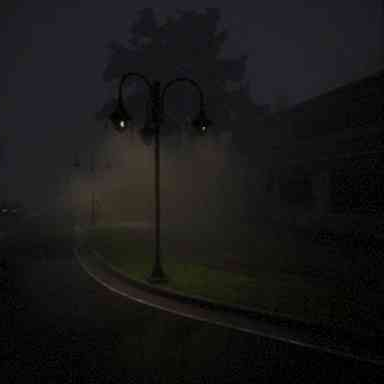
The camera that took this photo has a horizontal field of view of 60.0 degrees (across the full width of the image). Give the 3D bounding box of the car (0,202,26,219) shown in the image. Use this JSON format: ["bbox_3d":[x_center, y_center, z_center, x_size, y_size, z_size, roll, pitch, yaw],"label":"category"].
[{"bbox_3d":[-15.694,1.528,28.821,2.033,1.411,5.357,0,0,-20],"label":"car"}]

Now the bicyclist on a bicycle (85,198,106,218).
[{"bbox_3d":[-7.717,1.258,26.652,1.656,1.620,0.582,0,0,-20],"label":"bicyclist on a bicycle"}]
